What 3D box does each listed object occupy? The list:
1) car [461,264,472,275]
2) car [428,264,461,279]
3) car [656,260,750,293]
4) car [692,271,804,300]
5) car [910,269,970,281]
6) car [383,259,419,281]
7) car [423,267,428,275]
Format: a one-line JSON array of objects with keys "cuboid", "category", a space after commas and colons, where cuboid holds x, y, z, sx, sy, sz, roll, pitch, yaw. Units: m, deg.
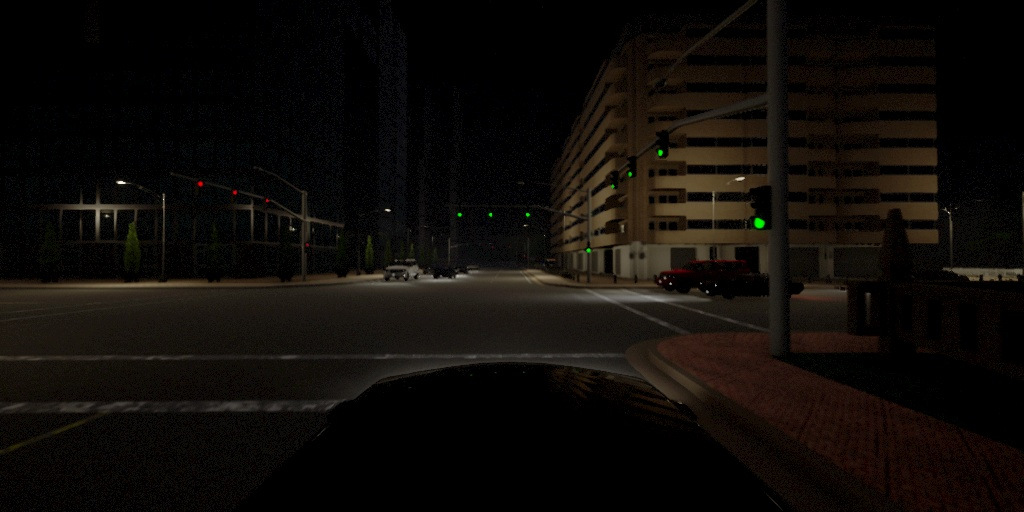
[{"cuboid": [-7.308, 1.816, 50.671, 2.128, 1.511, 4.902, 0, -1, 0], "category": "car"}, {"cuboid": [-7.257, 1.739, 39.268, 2.033, 1.411, 5.357, 0, -1, 0], "category": "car"}, {"cuboid": [12.188, 1.274, 22.837, 5.566, 2.045, 2.150, 0, -1, -1], "category": "car"}, {"cuboid": [12.711, 1.612, 19.337, 4.718, 1.301, 1.895, 0, -1, -1], "category": "car"}, {"cuboid": [26.372, 1.578, 22.959, 4.674, 1.442, 1.812, 0, -1, -1], "category": "car"}, {"cuboid": [-10.744, 1.363, 35.232, 2.150, 2.045, 5.566, 0, 0, 0], "category": "car"}, {"cuboid": [-10.799, 1.832, 49.053, 1.812, 1.442, 4.674, 0, -1, 0], "category": "car"}]
